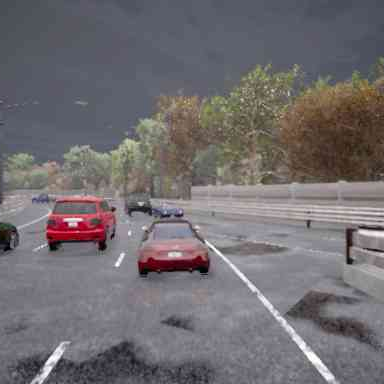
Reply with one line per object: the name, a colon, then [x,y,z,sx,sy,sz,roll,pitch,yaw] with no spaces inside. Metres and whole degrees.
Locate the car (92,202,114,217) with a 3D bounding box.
car: [-8.787,1.654,32.598,1.895,1.301,4.718,0,0,-18]

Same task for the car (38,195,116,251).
car: [-4.619,1.246,14.540,2.150,2.045,5.566,0,0,-8]

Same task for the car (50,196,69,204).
car: [-26.452,1.533,66.324,2.033,1.411,5.357,0,0,-40]

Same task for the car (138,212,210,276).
car: [-0.648,1.570,10.509,1.994,1.385,4.181,0,0,-6]

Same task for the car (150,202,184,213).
car: [-2.078,1.628,28.127,1.895,1.301,4.718,0,0,-15]

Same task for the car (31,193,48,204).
car: [-29.238,1.227,64.202,2.150,2.045,5.566,0,0,-40]

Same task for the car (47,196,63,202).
car: [-32.449,1.718,78.528,4.181,1.385,1.994,0,0,45]

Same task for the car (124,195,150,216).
car: [-5.430,1.263,33.089,2.150,2.045,5.566,0,0,-16]

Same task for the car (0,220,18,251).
car: [-7.769,1.387,11.343,2.097,1.767,4.553,0,0,-7]

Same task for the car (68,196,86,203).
car: [-23.706,1.579,68.493,1.895,1.301,4.718,0,0,-40]

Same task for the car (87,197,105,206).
car: [-16.782,1.602,58.166,1.837,1.490,4.892,0,-1,-31]

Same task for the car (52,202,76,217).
car: [-12.535,1.667,32.825,1.895,1.301,4.718,0,0,-18]
